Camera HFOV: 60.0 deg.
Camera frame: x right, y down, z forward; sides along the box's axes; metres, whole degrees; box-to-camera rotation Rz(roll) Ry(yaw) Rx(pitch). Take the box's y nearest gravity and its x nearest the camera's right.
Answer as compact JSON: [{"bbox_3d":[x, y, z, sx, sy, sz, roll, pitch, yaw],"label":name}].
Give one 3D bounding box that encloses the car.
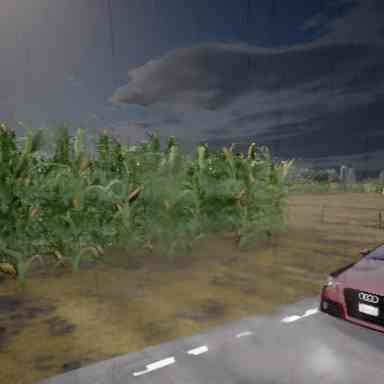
[{"bbox_3d":[4.240,1.565,6.095,4.181,1.385,1.994,0,0,-36],"label":"car"}]
